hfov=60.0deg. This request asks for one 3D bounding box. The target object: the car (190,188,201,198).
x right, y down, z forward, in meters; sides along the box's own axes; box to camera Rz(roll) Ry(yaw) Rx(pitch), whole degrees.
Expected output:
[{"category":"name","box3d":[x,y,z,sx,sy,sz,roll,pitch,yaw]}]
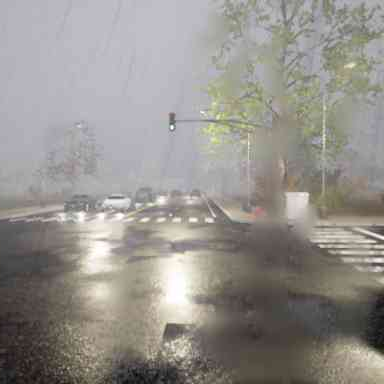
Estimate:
[{"category":"car","box3d":[0.600,0.307,58.144,1.837,1.490,4.892,0,1,1]}]

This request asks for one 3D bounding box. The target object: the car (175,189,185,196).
[{"category":"car","box3d":[-2.467,0.144,68.647,1.895,1.301,4.718,0,1,1]}]

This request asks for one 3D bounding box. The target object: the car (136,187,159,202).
[{"category":"car","box3d":[-6.197,0.297,44.971,2.150,2.045,5.566,0,1,1]}]

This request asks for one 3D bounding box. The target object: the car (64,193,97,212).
[{"category":"car","box3d":[-9.770,0.894,29.511,1.837,1.490,4.892,0,1,-1]}]

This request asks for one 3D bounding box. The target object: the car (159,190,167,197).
[{"category":"car","box3d":[-5.804,0.292,63.671,1.994,1.385,4.181,0,1,1]}]

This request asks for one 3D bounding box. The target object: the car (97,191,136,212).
[{"category":"car","box3d":[-6.500,0.923,29.164,1.812,1.442,4.674,0,1,1]}]

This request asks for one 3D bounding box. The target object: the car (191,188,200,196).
[{"category":"car","box3d":[0.782,0.025,68.557,1.837,1.490,4.892,0,1,1]}]

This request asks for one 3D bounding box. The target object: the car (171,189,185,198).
[{"category":"car","box3d":[-2.650,0.278,58.200,1.882,1.535,5.008,0,1,1]}]

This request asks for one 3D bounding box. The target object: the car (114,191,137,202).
[{"category":"car","box3d":[-9.381,0.574,47.235,2.033,1.411,5.357,0,1,2]}]
